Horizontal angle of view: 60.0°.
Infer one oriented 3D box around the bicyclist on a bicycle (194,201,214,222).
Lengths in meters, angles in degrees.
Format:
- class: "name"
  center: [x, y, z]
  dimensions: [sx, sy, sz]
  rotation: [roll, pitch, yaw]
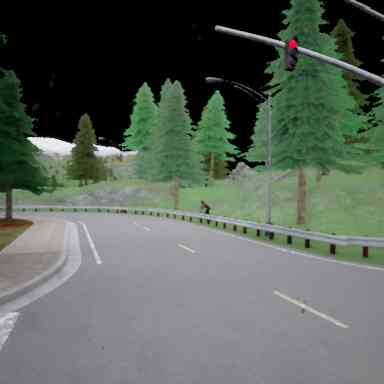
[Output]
- class: "bicyclist on a bicycle"
  center: [0.952, 1.481, 25.485]
  dimensions: [1.656, 1.620, 0.582]
  rotation: [-1, 2, -19]
